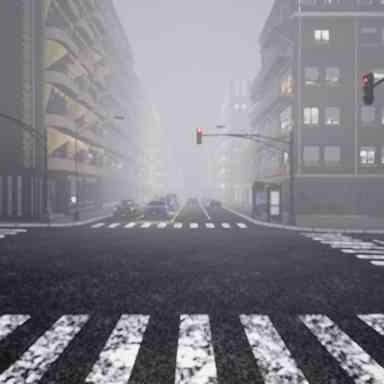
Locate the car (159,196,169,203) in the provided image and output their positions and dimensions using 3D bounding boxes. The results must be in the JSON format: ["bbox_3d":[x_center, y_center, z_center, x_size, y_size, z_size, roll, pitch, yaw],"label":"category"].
[{"bbox_3d":[-5.718,1.476,68.779,1.752,1.417,4.829,0,0,0],"label":"car"}]

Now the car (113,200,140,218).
[{"bbox_3d":[-5.704,1.418,29.478,1.967,1.590,4.097,0,0,0],"label":"car"}]

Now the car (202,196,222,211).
[{"bbox_3d":[2.673,1.520,40.753,2.008,1.369,4.403,0,0,0],"label":"car"}]

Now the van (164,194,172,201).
[{"bbox_3d":[-5.722,1.283,80.227,1.690,1.788,3.998,0,0,0],"label":"van"}]

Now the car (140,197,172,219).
[{"bbox_3d":[-3.099,1.455,29.560,1.882,1.535,5.008,0,0,-1],"label":"car"}]

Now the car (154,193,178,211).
[{"bbox_3d":[-3.102,1.323,39.187,2.097,1.767,4.553,0,0,0],"label":"car"}]

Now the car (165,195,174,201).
[{"bbox_3d":[-5.724,1.488,85.865,2.008,1.369,4.403,0,0,0],"label":"car"}]

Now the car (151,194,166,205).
[{"bbox_3d":[-5.715,1.273,57.671,2.192,1.841,5.009,0,0,0],"label":"car"}]

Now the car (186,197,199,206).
[{"bbox_3d":[0.082,1.524,54.279,1.994,1.385,4.181,0,0,0],"label":"car"}]

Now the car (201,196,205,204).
[{"bbox_3d":[2.671,1.511,46.391,1.887,1.381,4.507,0,0,0],"label":"car"}]
